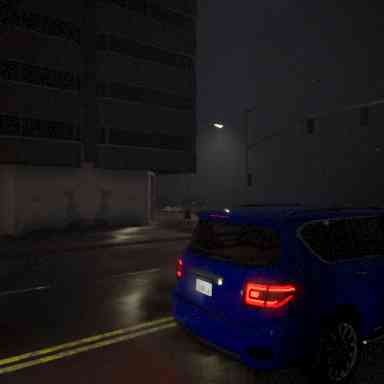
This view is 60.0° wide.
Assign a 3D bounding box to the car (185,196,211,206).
[{"bbox_3d":[1.018,1.494,57.827,1.882,1.535,5.008,0,0,-36],"label":"car"}]

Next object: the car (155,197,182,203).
[{"bbox_3d":[-4.139,1.559,46.804,2.033,1.411,5.357,0,0,-36],"label":"car"}]

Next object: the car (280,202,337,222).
[{"bbox_3d":[9.384,1.575,27.152,1.994,1.385,4.181,0,0,-25],"label":"car"}]

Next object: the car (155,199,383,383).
[{"bbox_3d":[2.340,1.224,5.478,5.566,2.045,2.150,0,0,-35],"label":"car"}]

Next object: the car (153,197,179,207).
[{"bbox_3d":[-4.174,1.520,52.843,1.837,1.490,4.892,0,-1,-36],"label":"car"}]

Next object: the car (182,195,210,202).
[{"bbox_3d":[0.177,1.367,53.038,2.097,1.767,4.553,0,0,-36],"label":"car"}]
